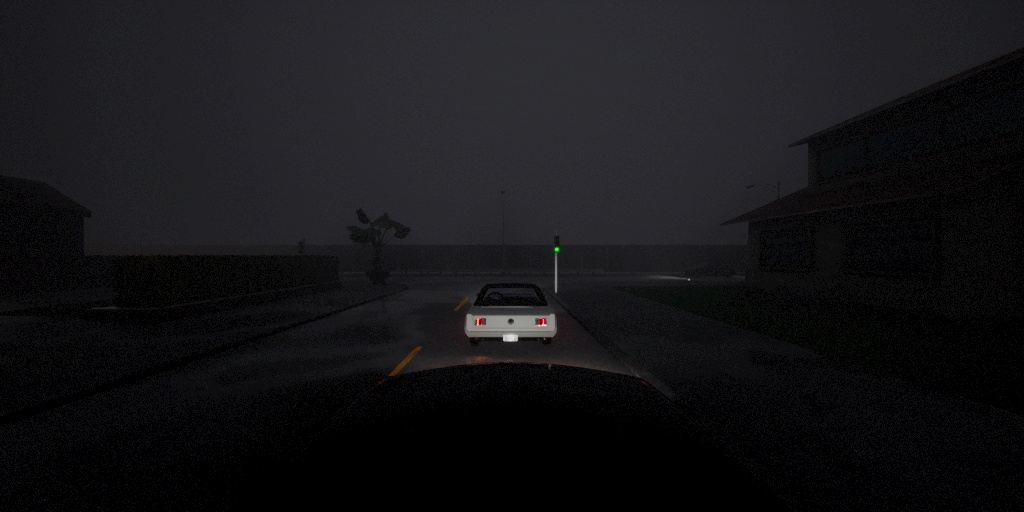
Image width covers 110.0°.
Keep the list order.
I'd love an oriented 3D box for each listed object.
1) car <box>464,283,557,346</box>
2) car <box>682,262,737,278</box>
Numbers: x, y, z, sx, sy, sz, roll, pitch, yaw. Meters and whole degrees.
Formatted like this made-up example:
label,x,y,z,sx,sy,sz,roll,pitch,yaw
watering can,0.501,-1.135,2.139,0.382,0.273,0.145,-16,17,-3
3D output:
label,x,y,z,sx,sy,sz,roll,pitch,yaw
car,-0.025,1.351,9.400,1.895,1.301,4.718,0,0,0
car,18.253,1.276,33.275,4.674,1.442,1.812,0,0,-1
